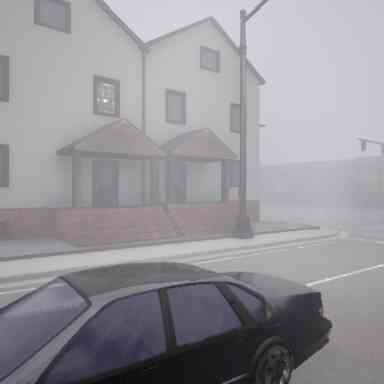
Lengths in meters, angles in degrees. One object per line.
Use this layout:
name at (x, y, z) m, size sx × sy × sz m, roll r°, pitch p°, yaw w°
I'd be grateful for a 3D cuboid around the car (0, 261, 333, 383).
car at (-0.735, 1.547, 3.485) m, size 5.357 × 1.411 × 2.033 m, roll 0°, pitch 0°, yaw -35°

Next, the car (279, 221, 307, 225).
car at (8.588, 3.480, 31.355) m, size 2.128 × 1.511 × 4.902 m, roll -1°, pitch -12°, yaw -36°
